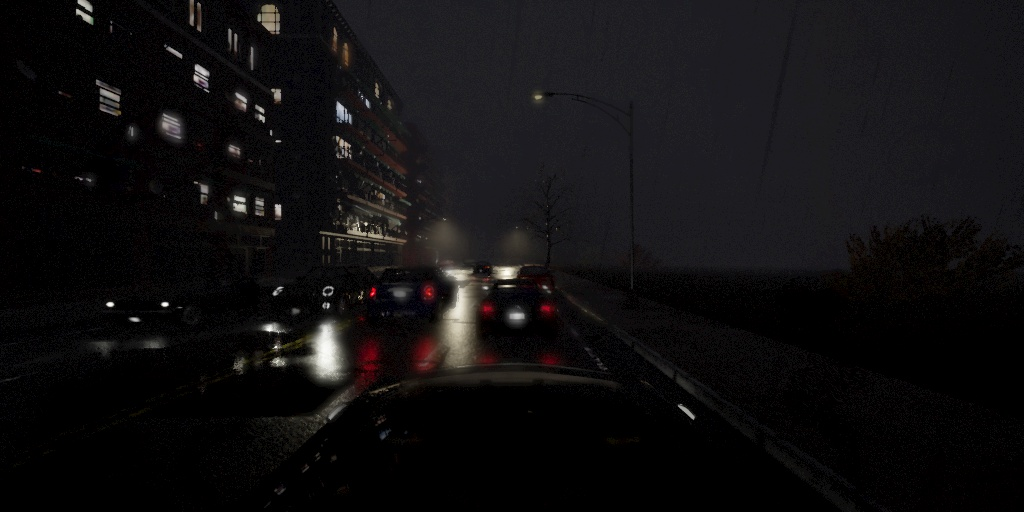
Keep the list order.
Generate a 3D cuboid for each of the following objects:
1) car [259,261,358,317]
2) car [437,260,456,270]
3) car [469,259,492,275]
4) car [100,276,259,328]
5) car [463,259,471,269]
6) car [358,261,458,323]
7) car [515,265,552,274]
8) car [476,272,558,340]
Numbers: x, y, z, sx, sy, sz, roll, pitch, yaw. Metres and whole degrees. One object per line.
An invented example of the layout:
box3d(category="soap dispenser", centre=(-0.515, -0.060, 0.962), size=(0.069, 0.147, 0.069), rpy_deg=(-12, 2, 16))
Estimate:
box3d(category="car", centre=(-6.591, 1.104, 13.192), size=(2.097, 1.767, 4.553), rpy_deg=(0, 0, 0))
box3d(category="car", centre=(-9.794, 1.352, 53.926), size=(1.895, 1.301, 4.718), rpy_deg=(0, 0, 0))
box3d(category="car", centre=(-3.115, 1.278, 38.247), size=(1.812, 1.442, 4.674), rpy_deg=(0, 0, 0))
box3d(category="car", centre=(-9.842, 1.352, 11.567), size=(1.895, 1.301, 4.718), rpy_deg=(0, 0, 0))
box3d(category="car", centre=(-6.537, 1.228, 56.053), size=(1.882, 1.535, 5.008), rpy_deg=(0, 0, 0))
box3d(category="car", centre=(-3.141, 1.103, 12.193), size=(2.097, 1.767, 4.553), rpy_deg=(0, 0, 0))
box3d(category="car", centre=(1.153, 1.230, 18.916), size=(1.882, 1.535, 5.008), rpy_deg=(0, 0, 0))
box3d(category="car", centre=(0.109, 1.315, 9.996), size=(1.994, 1.385, 4.181), rpy_deg=(0, 0, 0))
